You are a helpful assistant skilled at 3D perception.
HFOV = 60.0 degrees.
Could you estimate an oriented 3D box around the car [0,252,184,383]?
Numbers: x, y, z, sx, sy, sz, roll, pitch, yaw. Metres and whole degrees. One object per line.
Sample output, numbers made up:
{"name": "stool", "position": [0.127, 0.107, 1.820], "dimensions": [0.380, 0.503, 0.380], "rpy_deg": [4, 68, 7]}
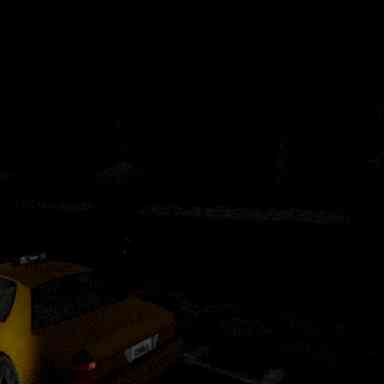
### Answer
{"name": "car", "position": [-2.375, 1.525, 4.660], "dimensions": [4.829, 1.417, 1.752], "rpy_deg": [0, 0, 36]}
